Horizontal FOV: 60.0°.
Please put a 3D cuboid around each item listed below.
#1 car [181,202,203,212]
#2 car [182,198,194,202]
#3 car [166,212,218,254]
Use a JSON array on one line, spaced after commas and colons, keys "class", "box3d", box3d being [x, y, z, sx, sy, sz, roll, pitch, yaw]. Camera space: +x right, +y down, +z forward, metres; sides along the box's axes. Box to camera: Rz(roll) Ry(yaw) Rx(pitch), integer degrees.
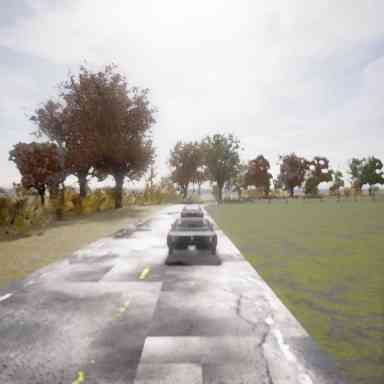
[{"class": "car", "box3d": [0.013, 1.859, 29.096, 1.895, 1.301, 4.718, 0, 0, 0]}, {"class": "car", "box3d": [-0.835, 1.998, 72.216, 1.882, 1.535, 5.008, 0, 0, 10]}, {"class": "car", "box3d": [0.007, 1.731, 14.096, 1.895, 1.301, 4.718, 0, 0, 0]}]
